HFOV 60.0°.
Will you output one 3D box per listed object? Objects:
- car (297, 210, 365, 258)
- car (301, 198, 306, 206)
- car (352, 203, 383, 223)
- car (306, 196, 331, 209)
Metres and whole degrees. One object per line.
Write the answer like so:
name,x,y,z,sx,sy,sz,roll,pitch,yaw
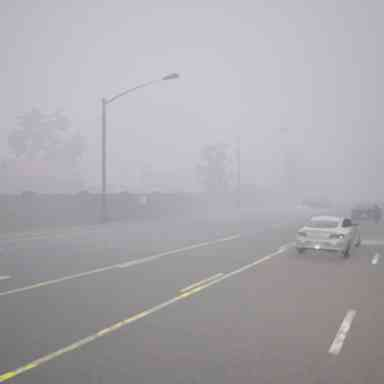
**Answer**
car,5.645,1.675,13.566,1.812,1.442,4.674,-1,0,33
car,19.213,1.554,54.384,1.895,1.301,4.718,-1,0,33
car,13.972,1.575,26.545,1.882,1.535,5.008,-1,0,33
car,17.435,1.356,45.187,2.097,1.767,4.553,-1,0,33
